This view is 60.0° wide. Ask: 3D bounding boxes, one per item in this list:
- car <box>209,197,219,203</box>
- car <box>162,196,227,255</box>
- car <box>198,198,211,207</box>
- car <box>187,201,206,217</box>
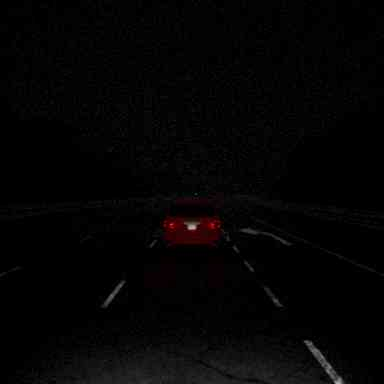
[{"bbox_3d":[5.614,1.879,84.062,2.033,1.411,5.357,0,0,9],"label":"car"},{"bbox_3d":[0.017,1.275,13.727,2.150,2.045,5.566,0,0,0],"label":"car"},{"bbox_3d":[2.225,1.773,57.201,2.033,1.411,5.357,0,0,6],"label":"car"},{"bbox_3d":[0.568,1.668,34.283,1.812,1.442,4.674,0,0,3],"label":"car"}]
